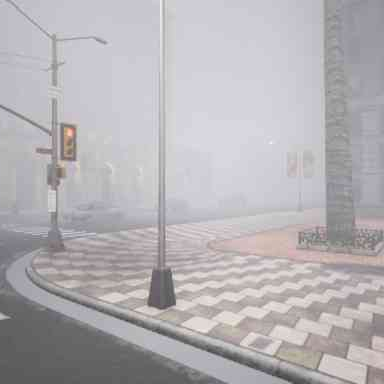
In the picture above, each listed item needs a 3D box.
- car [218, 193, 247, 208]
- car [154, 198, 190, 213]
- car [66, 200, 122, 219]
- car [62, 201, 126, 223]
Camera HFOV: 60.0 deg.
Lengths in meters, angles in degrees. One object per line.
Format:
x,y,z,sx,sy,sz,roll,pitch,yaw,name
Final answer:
6.007,1.219,48.529,2.150,2.045,5.566,0,0,38,car
-2.242,1.505,38.084,1.837,1.490,4.892,0,0,38,car
-8.695,1.526,29.897,1.812,1.442,4.674,0,0,39,car
-7.370,1.601,25.639,1.895,1.301,4.718,0,0,38,car
